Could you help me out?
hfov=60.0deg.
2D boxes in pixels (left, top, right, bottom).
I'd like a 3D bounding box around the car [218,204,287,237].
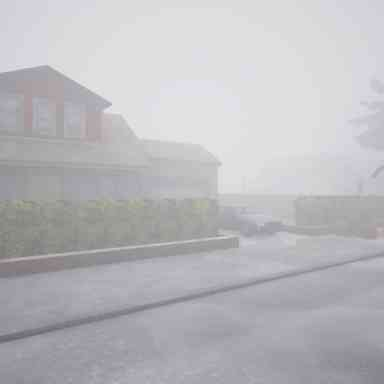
[{"bbox_3d":[2.260,1.356,16.995,2.033,1.415,5.357,0,0,-33],"label":"car"}]
